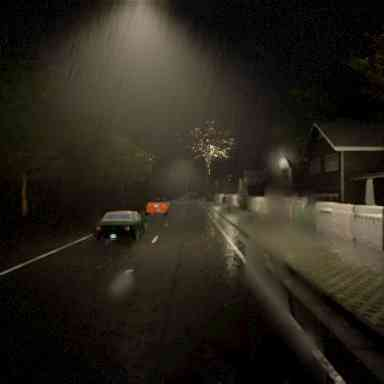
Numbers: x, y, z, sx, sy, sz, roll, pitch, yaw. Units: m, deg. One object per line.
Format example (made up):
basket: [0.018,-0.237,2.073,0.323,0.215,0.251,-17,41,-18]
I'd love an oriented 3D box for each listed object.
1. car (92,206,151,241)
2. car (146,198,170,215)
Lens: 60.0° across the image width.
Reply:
car: [-3.405,1.615,16.593,1.895,1.301,4.718,0,0,0]
car: [-3.409,1.370,33.877,2.097,1.767,4.553,0,0,0]
